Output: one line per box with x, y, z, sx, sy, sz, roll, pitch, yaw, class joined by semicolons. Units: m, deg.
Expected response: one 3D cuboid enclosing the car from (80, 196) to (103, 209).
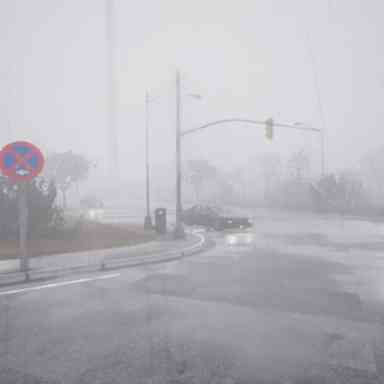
-12.524;1.299;41.399;2.128;1.511;4.902;-1;1;-32;car

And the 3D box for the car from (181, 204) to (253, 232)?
1.187;1.442;19.702;2.033;1.411;5.357;-1;0;-32;car
